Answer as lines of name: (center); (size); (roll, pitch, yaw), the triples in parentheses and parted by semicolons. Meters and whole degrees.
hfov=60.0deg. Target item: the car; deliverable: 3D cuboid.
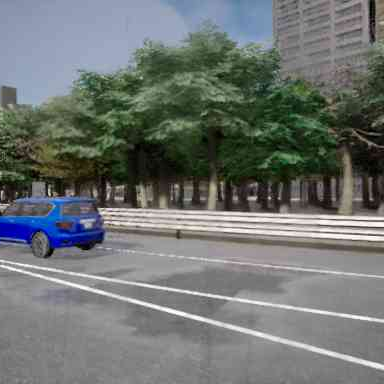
car: (-5.829, 1.233, 12.757); (5.566, 2.045, 2.150); (0, 0, 31)
